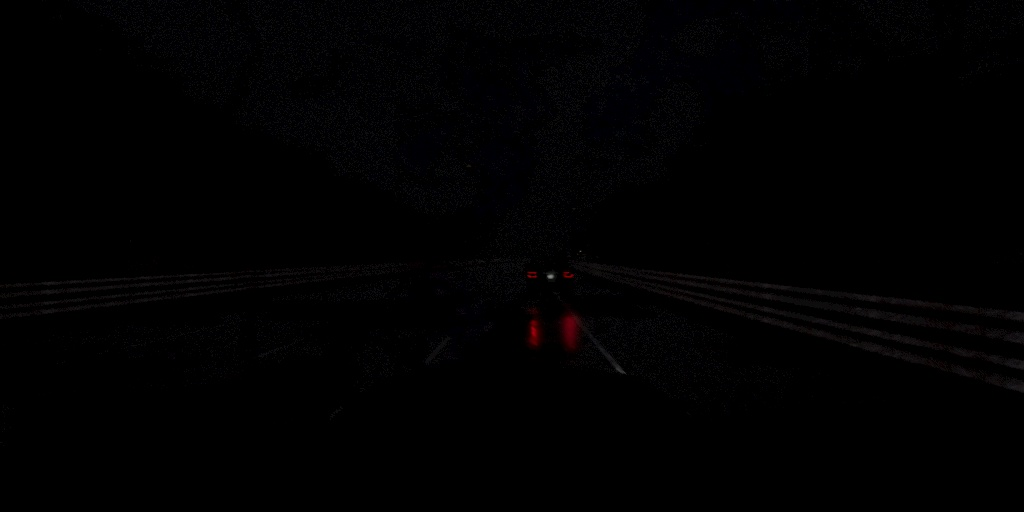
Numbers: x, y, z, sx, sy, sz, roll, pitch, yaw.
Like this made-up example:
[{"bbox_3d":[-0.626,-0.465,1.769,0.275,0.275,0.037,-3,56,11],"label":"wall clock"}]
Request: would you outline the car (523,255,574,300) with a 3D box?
[{"bbox_3d":[1.765,0.967,17.918,2.150,2.045,5.566,0,0,3],"label":"car"}]
